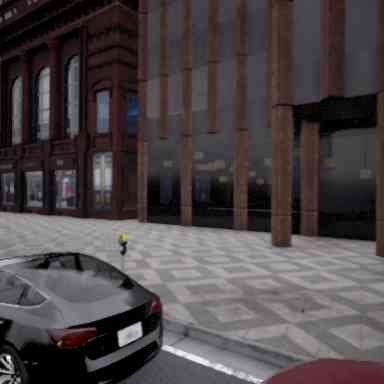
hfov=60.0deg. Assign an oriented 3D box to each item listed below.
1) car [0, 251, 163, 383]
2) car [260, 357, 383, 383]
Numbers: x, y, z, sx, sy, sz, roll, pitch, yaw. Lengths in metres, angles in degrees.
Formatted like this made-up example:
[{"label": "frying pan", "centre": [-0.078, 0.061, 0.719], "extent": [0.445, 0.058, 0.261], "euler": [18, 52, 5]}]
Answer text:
[{"label": "car", "centre": [-2.350, 1.537, 4.757], "extent": [4.313, 1.339, 1.947], "euler": [0, 0, 36]}, {"label": "car", "centre": [2.238, 1.590, 1.481], "extent": [4.206, 1.307, 1.802], "euler": [0, 0, 36]}]
